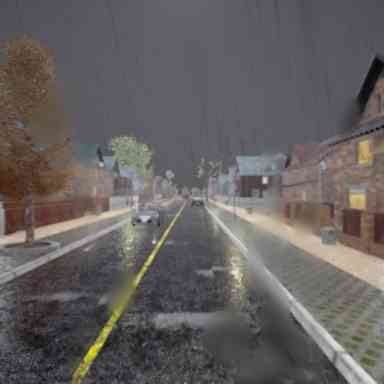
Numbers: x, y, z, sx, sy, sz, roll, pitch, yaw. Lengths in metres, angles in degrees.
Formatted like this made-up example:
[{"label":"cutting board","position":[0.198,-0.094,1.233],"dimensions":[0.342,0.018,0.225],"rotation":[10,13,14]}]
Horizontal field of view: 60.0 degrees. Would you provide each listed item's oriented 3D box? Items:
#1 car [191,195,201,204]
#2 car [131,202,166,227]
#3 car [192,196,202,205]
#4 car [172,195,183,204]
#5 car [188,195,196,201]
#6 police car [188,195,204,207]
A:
[{"label":"car","position":[0.822,1.456,65.013],"dimensions":[1.882,1.535,5.008],"rotation":[0,0,0]},{"label":"car","position":[-2.848,1.440,22.420],"dimensions":[2.128,1.511,4.902],"rotation":[0,0,0]},{"label":"car","position":[0.822,1.490,59.012],"dimensions":[1.812,1.442,4.674],"rotation":[0,0,0]},{"label":"car","position":[-2.774,1.328,64.324],"dimensions":[2.097,1.767,4.553],"rotation":[0,0,0]},{"label":"car","position":[-0.005,1.507,83.048],"dimensions":[2.128,1.511,4.902],"rotation":[0,0,0]},{"label":"police car","position":[0.822,1.378,49.121],"dimensions":[1.930,1.638,5.238],"rotation":[0,0,0]}]
